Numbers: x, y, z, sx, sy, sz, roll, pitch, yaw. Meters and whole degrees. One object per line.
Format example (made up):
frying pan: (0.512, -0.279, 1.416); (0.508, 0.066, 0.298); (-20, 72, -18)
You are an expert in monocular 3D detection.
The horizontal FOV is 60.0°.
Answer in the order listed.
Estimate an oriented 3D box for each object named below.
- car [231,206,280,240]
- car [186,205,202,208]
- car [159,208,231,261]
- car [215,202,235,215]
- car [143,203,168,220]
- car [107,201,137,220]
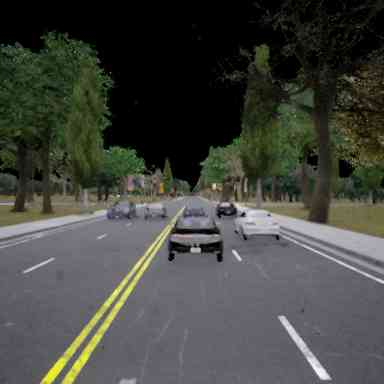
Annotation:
car: (3.396, 1.671, 17.832); (1.812, 1.442, 4.674); (0, -1, 0)
car: (0.182, 1.863, 30.743); (1.895, 1.301, 4.718); (0, -1, 0)
car: (0.123, 1.593, 12.687); (2.128, 1.511, 4.902); (0, 0, 0)
car: (3.442, 1.769, 33.857); (1.882, 1.535, 5.008); (0, -1, 0)
car: (-3.258, 1.787, 30.792); (1.812, 1.442, 4.674); (0, -1, 0)
car: (-6.511, 1.617, 31.221); (2.097, 1.767, 4.553); (0, -1, 0)
